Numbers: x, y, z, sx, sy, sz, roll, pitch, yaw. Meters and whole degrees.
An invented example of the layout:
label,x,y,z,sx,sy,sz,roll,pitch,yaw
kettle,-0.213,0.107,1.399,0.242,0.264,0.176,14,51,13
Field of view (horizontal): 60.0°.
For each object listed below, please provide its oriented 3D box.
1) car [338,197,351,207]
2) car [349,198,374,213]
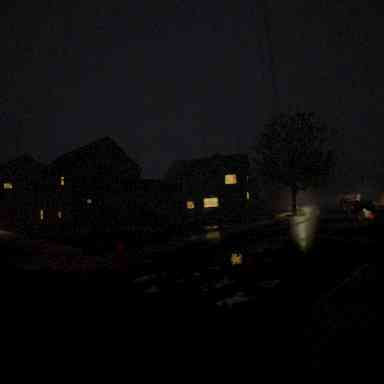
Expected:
label,x,y,z,sx,sy,sz,roll,pitch,yaw
car,24.580,1.527,53.260,2.128,1.511,4.902,-4,-2,17
car,19.008,1.535,37.079,1.895,1.301,4.718,-5,-2,23
